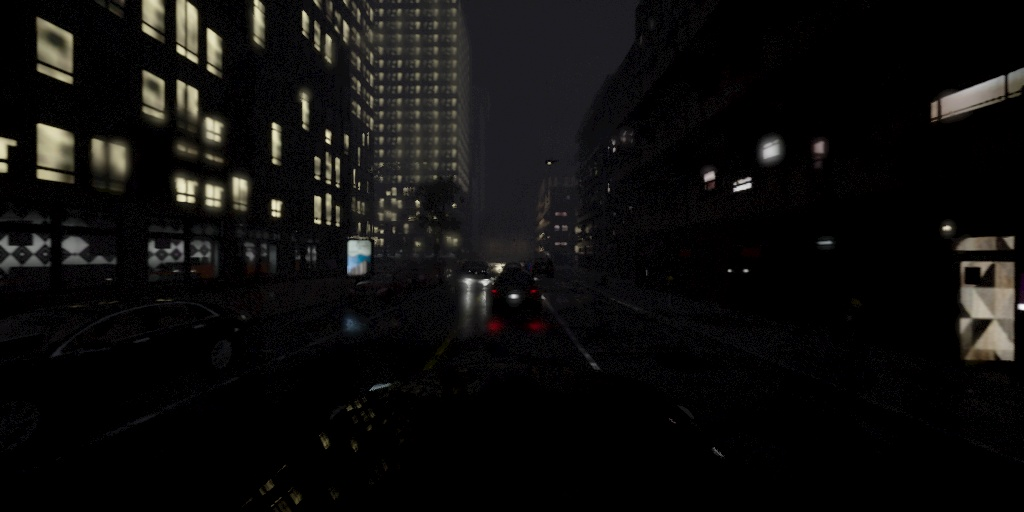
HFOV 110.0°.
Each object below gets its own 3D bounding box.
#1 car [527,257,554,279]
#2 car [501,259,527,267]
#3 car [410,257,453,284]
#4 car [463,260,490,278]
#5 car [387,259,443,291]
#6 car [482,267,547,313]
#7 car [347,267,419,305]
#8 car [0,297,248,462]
[{"bbox_3d":[2.686,1.045,32.565,2.192,1.841,5.009,0,0,0],"label":"car"},{"bbox_3d":[0.084,1.257,29.585,1.812,1.442,4.674,0,0,0],"label":"car"},{"bbox_3d":[-5.693,1.047,27.013,2.192,1.841,5.009,0,0,0],"label":"car"},{"bbox_3d":[-3.103,1.234,33.387,1.837,1.490,4.892,0,0,0],"label":"car"},{"bbox_3d":[-5.693,1.176,21.462,1.967,1.591,4.097,0,0,0],"label":"car"},{"bbox_3d":[0.084,1.305,13.873,1.994,1.385,4.181,0,0,0],"label":"car"},{"bbox_3d":[-5.692,1.321,15.911,1.802,1.307,4.207,0,0,0],"label":"car"},{"bbox_3d":[-5.691,1.298,4.808,2.007,1.370,4.403,0,0,0],"label":"car"}]
